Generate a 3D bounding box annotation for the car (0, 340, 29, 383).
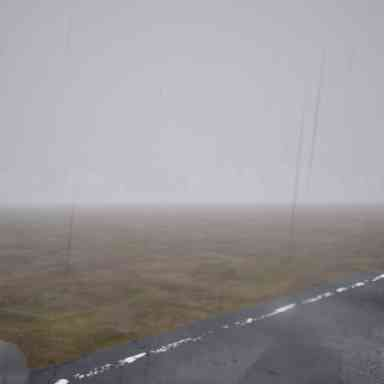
[{"bbox_3d":[-3.096,1.525,0.950,4.892,1.490,1.837,0,-1,-37],"label":"car"}]
